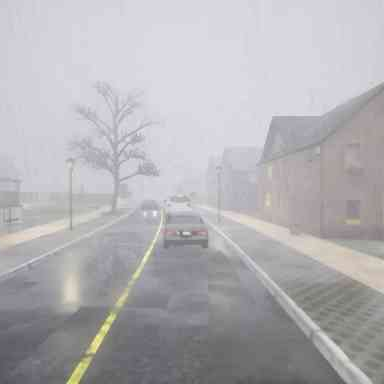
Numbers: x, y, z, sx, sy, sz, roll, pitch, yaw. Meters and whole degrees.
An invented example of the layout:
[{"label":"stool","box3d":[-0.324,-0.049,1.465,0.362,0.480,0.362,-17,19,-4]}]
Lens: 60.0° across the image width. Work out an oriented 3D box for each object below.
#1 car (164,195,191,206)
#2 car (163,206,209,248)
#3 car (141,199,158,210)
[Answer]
[{"label":"car","box3d":[-1.286,1.263,29.780,2.150,2.045,5.566,0,0,-5]},{"label":"car","box3d":[-0.321,1.565,14.721,2.033,1.411,5.357,0,0,-2]},{"label":"car","box3d":[-5.366,1.604,42.421,1.994,1.385,4.181,0,0,-7]}]
